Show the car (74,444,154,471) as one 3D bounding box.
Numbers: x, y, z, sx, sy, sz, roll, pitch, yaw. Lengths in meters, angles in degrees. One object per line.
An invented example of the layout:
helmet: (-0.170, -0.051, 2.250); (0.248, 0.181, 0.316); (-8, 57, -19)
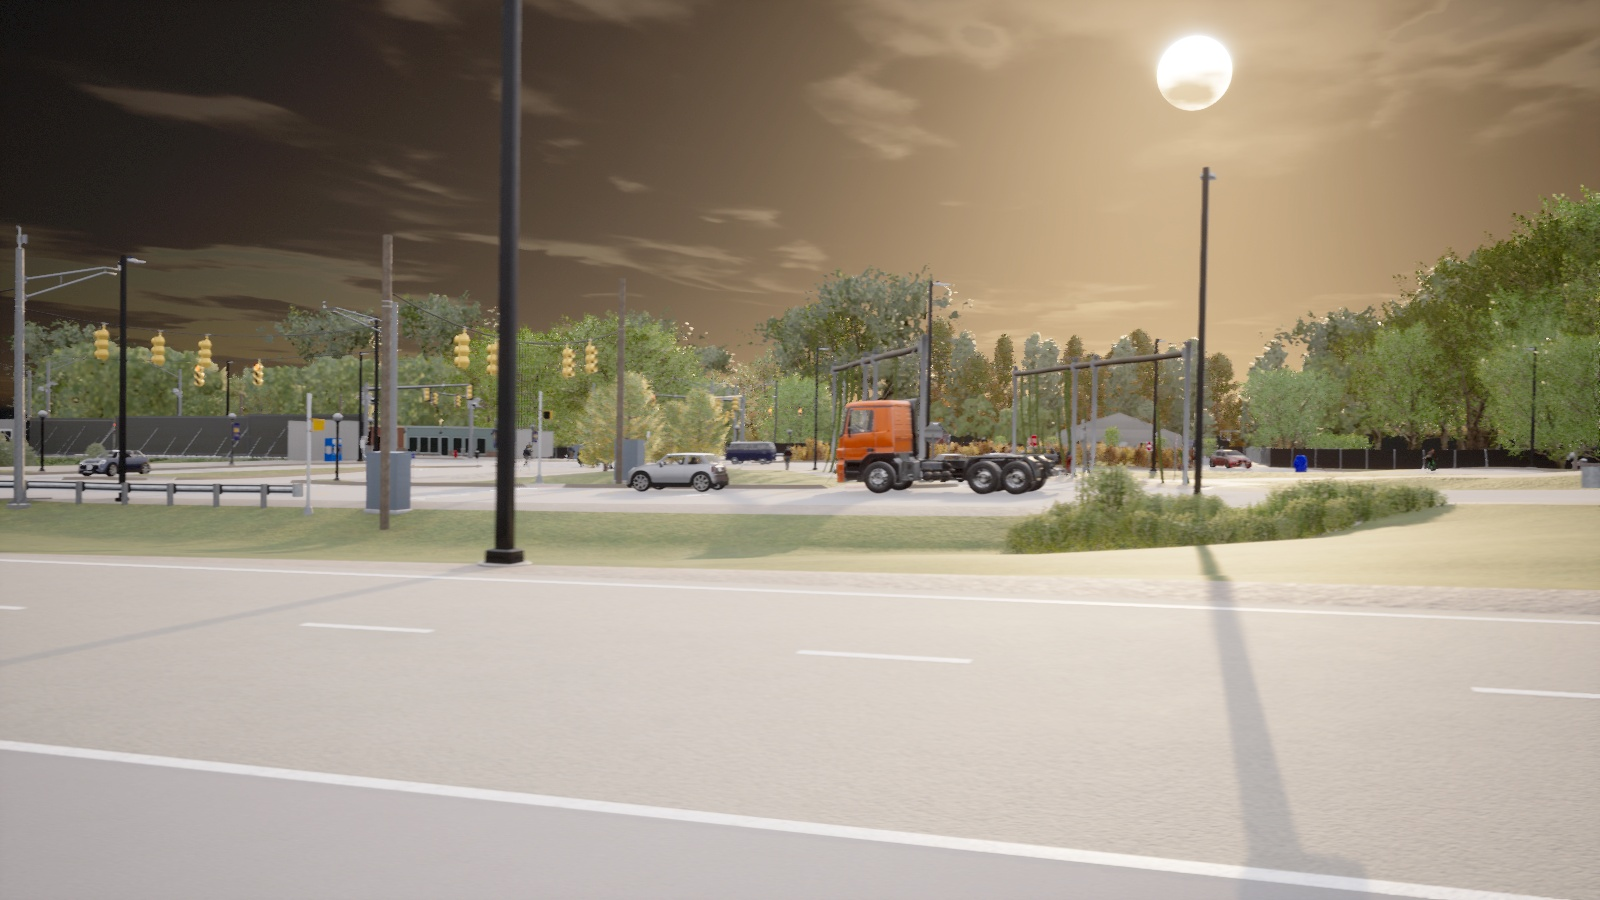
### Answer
car: (-39.268, 0.412, 71.939); (1.970, 1.475, 3.806); (1, 1, 14)

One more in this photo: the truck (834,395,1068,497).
truck: (5.469, -0.153, 45.543); (7.936, 3.462, 2.891); (0, 1, 22)

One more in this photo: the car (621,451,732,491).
car: (-4.793, 0.778, 48.961); (3.806, 1.475, 1.970); (0, 1, 18)

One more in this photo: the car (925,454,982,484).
car: (7.808, 0.957, 64.060); (1.970, 1.475, 3.806); (1, 0, -8)
